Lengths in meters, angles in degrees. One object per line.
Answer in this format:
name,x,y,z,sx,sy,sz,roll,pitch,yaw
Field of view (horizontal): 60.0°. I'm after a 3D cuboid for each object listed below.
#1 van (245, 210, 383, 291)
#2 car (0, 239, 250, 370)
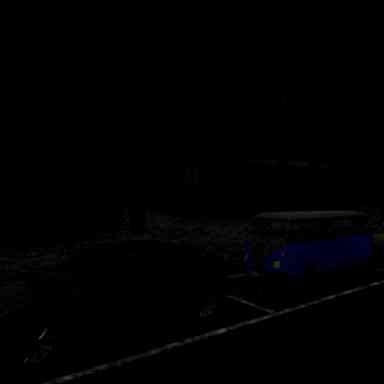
van,3.153,1.389,8.866,3.998,1.788,1.690,0,0,-35
car,-1.288,1.579,5.726,4.313,1.339,1.947,0,0,-35
